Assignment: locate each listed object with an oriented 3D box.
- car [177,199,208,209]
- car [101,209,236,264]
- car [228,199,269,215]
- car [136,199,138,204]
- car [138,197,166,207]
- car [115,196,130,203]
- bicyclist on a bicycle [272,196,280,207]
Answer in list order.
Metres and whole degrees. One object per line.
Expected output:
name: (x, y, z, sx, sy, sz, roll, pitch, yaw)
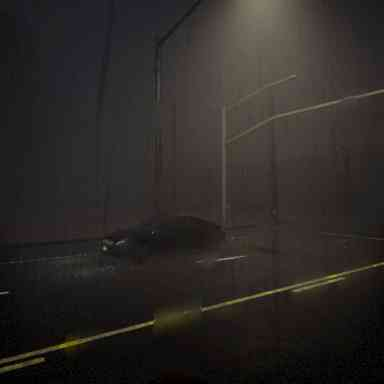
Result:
car: (0.045, 1.600, 42.607, 1.895, 1.301, 4.718, 0, 0, -36)
car: (-0.880, 1.525, 11.947, 4.674, 1.442, 1.812, 0, 0, -35)
car: (5.830, 1.490, 34.508, 2.128, 1.511, 4.902, 0, 0, -36)
car: (-8.638, 1.563, 61.031, 1.994, 1.385, 4.181, 0, 0, -35)
car: (-5.821, 1.477, 50.833, 1.882, 1.535, 5.008, 0, 0, -35)
car: (-14.451, 1.467, 69.080, 1.812, 1.442, 4.674, 0, 0, -36)
bicyclist on a bicycle: (11.471, 1.302, 45.507, 1.656, 1.620, 0.582, 0, 0, -36)
